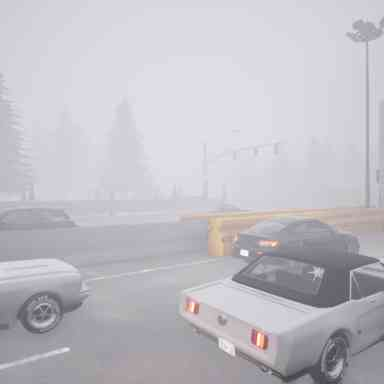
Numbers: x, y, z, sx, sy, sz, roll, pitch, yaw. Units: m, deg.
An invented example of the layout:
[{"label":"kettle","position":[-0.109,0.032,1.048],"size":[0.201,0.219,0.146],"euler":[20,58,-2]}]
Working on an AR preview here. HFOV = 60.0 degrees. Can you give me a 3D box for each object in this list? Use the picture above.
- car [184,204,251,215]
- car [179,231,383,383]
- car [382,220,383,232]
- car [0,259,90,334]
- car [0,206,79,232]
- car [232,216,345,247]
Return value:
[{"label":"car","position":[1.707,1.507,22.288],"size":[4.718,1.301,1.895],"euler":[0,0,-35]},{"label":"car","position":[2.237,1.576,5.323],"size":[4.718,1.301,1.895],"euler":[-1,0,-35]},{"label":"car","position":[10.695,1.406,15.604],"size":[4.674,1.442,1.812],"euler":[-1,0,-36]},{"label":"car","position":[-4.115,1.601,5.110],"size":[4.718,1.301,1.895],"euler":[0,0,-35]},{"label":"car","position":[-6.531,1.348,12.217],"size":[4.553,1.767,2.097],"euler":[0,0,-35]},{"label":"car","position":[3.306,1.473,10.364],"size":[4.674,1.442,1.812],"euler":[-1,0,-35]}]
